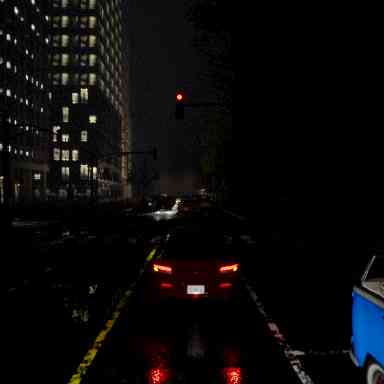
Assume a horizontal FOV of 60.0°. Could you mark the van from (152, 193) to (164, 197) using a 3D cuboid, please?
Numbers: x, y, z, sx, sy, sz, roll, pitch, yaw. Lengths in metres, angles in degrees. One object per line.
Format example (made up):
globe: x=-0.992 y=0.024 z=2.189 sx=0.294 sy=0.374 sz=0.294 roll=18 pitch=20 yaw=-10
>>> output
van: x=-6.645 y=1.314 z=61.915 sx=1.690 sy=1.788 sz=3.998 roll=0 pitch=0 yaw=-2

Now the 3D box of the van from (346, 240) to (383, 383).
van: x=2.558 y=1.341 z=2.122 sx=1.690 sy=1.788 sz=3.998 roll=0 pitch=0 yaw=0

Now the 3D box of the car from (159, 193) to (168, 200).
car: x=-8.106 y=1.252 z=95.169 sx=2.192 sy=1.841 sz=5.009 roll=0 pitch=0 yaw=-3

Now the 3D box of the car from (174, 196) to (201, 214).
car: x=-0.431 y=1.468 z=34.900 sx=1.882 sy=1.535 sz=5.008 roll=1 pitch=0 yaw=4

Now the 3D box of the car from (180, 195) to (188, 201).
car: x=-1.938 y=1.454 z=80.812 sx=1.837 sy=1.490 sz=4.892 roll=0 pitch=0 yaw=-3

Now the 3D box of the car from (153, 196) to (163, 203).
car: x=-6.848 y=1.513 z=67.458 sx=1.887 sy=1.381 sz=4.507 roll=0 pitch=0 yaw=-2

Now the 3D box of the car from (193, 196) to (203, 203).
car: x=1.163 y=1.492 z=68.003 sx=1.752 sy=1.417 sz=4.829 roll=0 pitch=0 yaw=-2

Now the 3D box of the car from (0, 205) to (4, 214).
car: x=-18.229 y=1.377 z=28.480 sx=4.206 sy=1.307 sz=1.802 roll=1 pitch=0 yaw=3

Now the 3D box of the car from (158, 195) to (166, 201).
car: x=-7.555 y=1.533 z=84.089 sx=1.802 sy=1.307 sz=4.206 roll=0 pitch=0 yaw=-3

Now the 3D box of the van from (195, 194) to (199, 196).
van: x=1.732 y=1.322 z=51.209 sx=1.690 sy=1.788 sz=3.998 roll=0 pitch=0 yaw=-2

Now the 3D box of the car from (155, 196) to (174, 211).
car: x=-3.420 y=1.552 z=40.407 sx=1.994 sy=1.385 sz=4.181 roll=0 pitch=0 yaw=-3

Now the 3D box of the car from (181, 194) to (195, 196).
car: x=-1.144 y=1.463 z=63.501 sx=2.128 sy=1.511 sz=4.902 roll=0 pitch=0 yaw=-2

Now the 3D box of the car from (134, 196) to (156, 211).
car: x=-5.845 y=1.539 z=39.744 sx=2.008 sy=1.369 sz=4.403 roll=0 pitch=0 yaw=-1

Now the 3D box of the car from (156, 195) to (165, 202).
car: x=-7.302 y=1.501 z=78.544 sx=1.887 sy=1.381 sz=4.507 roll=0 pitch=0 yaw=-2

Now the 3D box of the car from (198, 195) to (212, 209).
car: x=1.884 y=1.510 z=45.837 sx=1.752 sy=1.417 sz=4.829 roll=0 pitch=0 yaw=-2

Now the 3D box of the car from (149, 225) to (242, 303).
car: x=0.051 y=1.525 z=8.056 sx=1.812 sy=1.442 sz=4.674 roll=0 pitch=0 yaw=0

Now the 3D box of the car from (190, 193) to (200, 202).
car: x=0.714 y=1.271 z=78.921 sx=2.192 sy=1.841 sz=5.009 roll=0 pitch=0 yaw=-3

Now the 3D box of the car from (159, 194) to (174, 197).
car: x=-3.665 y=1.486 z=50.442 sx=1.837 sy=1.490 sz=4.892 roll=0 pitch=0 yaw=-1
